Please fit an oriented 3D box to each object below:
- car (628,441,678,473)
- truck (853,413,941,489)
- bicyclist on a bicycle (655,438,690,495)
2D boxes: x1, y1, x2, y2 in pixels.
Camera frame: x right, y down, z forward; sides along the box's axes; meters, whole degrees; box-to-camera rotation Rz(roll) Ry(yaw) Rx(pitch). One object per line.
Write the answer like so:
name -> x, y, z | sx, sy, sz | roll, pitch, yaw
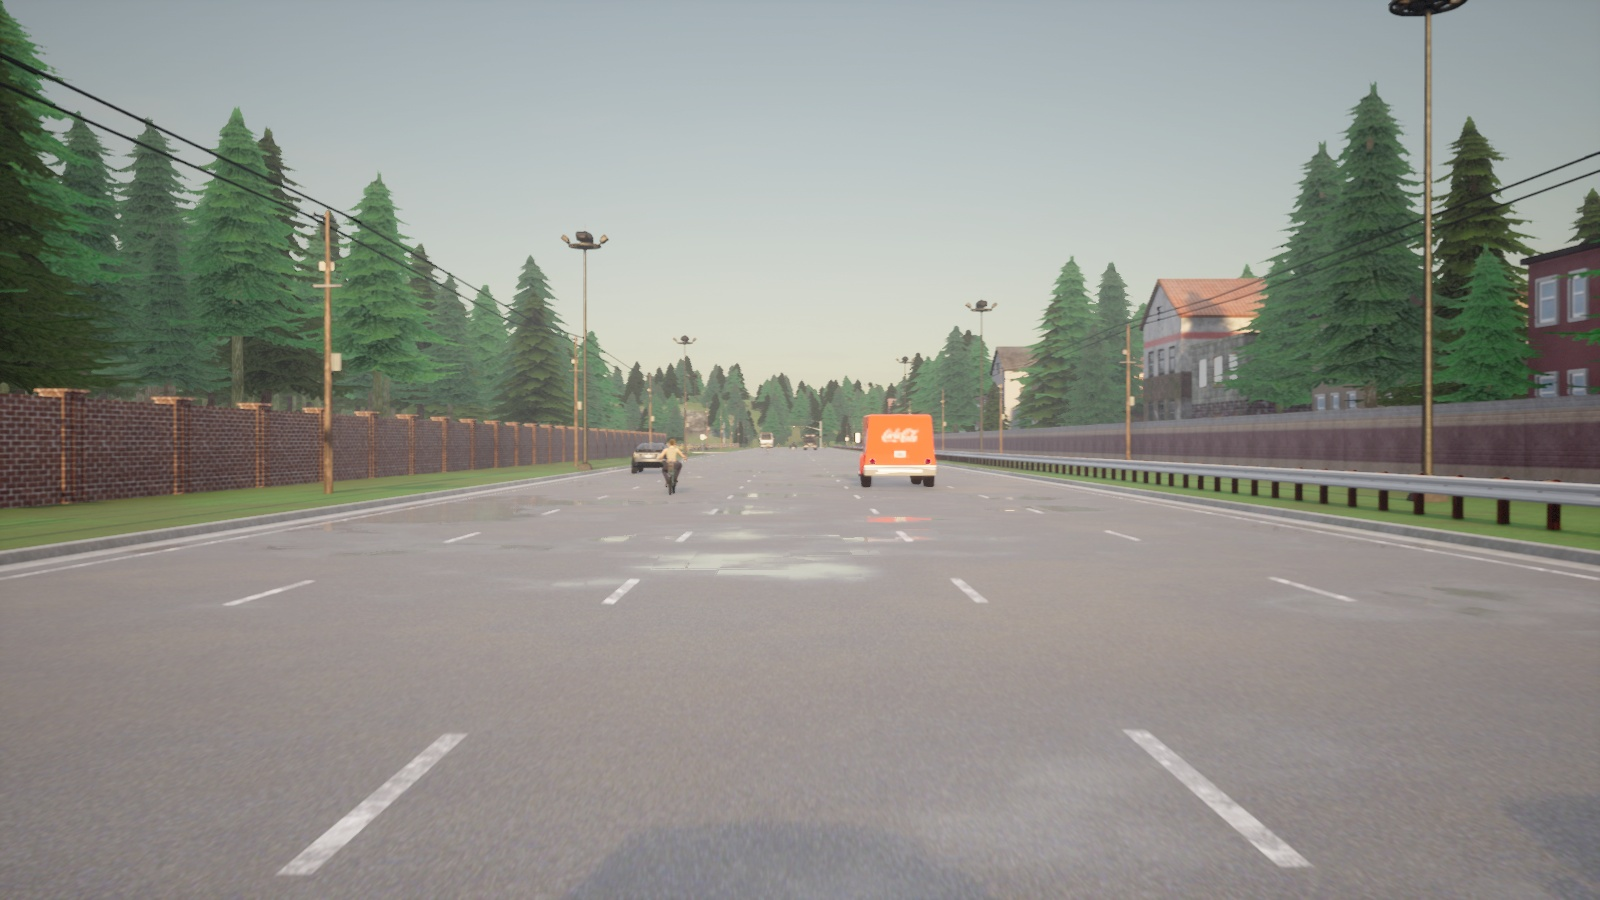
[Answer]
car -> -7.292, 0.335, 62.778 | 2.007, 1.525, 4.514 | 0, 0, 0
truck -> 3.303, 0.015, 43.811 | 2.627, 2.467, 5.204 | 0, 0, 0
bicyclist on a bicycle -> -3.666, 0.476, 36.273 | 0.866, 1.612, 1.509 | 0, 0, 0
